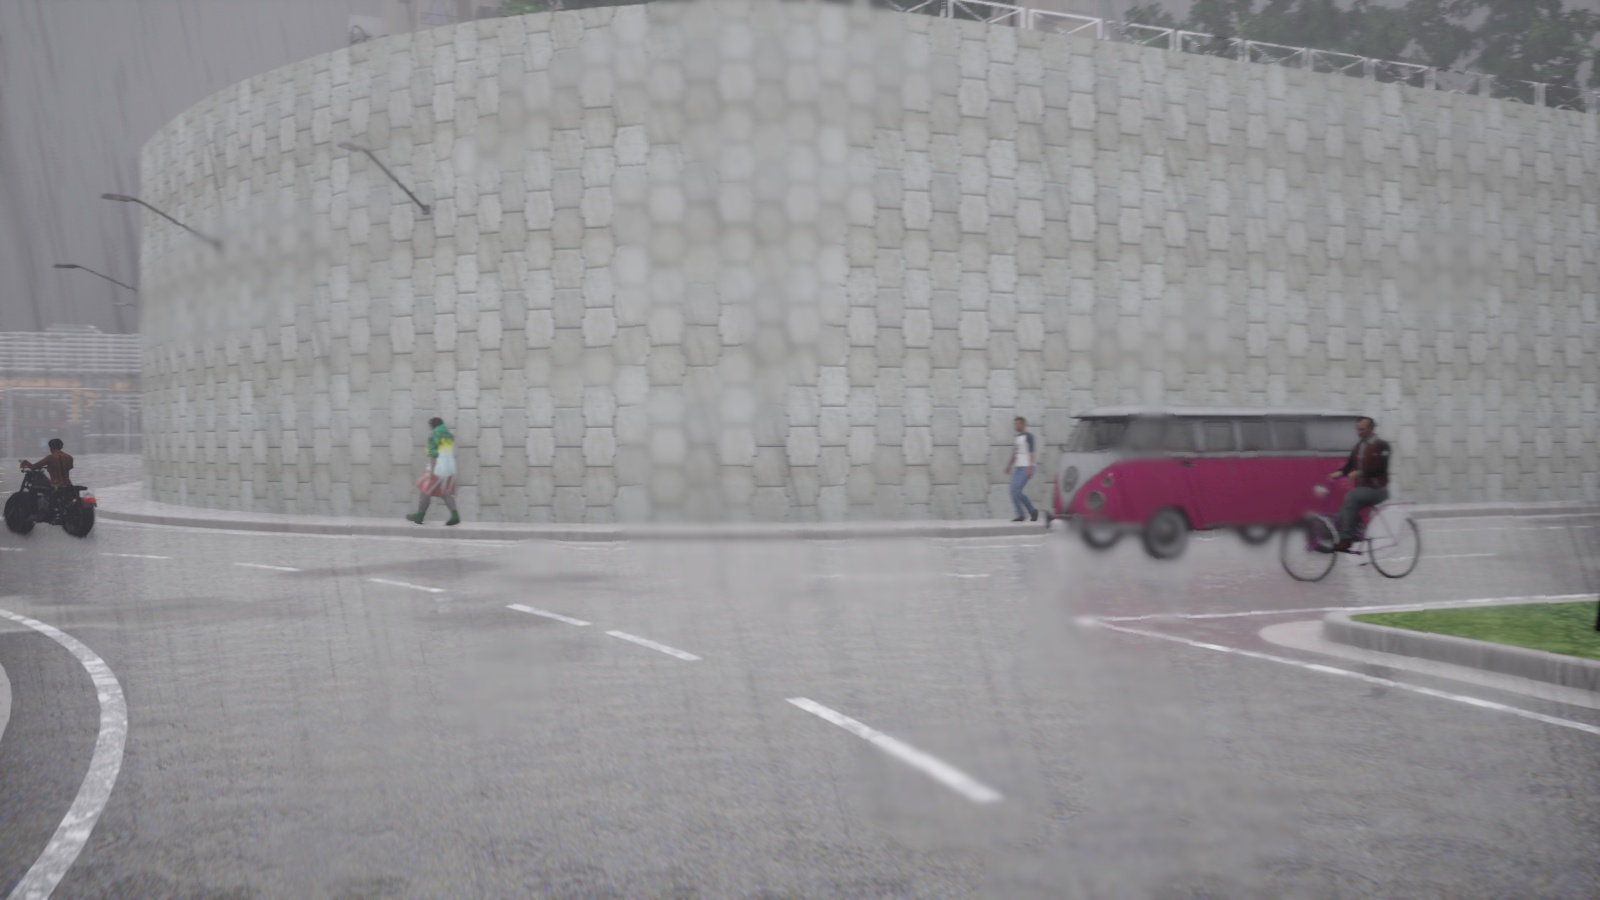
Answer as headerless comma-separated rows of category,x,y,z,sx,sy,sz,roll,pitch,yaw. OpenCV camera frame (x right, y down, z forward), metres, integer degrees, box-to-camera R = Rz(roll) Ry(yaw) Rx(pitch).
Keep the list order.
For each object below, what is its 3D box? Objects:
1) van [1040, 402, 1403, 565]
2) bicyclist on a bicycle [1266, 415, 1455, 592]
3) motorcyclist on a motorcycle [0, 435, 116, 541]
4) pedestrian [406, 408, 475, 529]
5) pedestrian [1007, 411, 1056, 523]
van,5.620,0.395,16.798,4.442,1.987,1.775,0,0,-19
bicyclist on a bicycle,5.897,0.533,13.219,1.843,1.776,0.659,0,0,-18
motorcyclist on a motorcycle,-12.252,0.599,20.532,2.350,1.649,0.766,0,0,30
pedestrian,-5.906,0.294,20.648,0.873,1.952,0.659,0,0,23
pedestrian,3.863,0.276,20.957,0.706,1.836,0.354,0,0,-20
